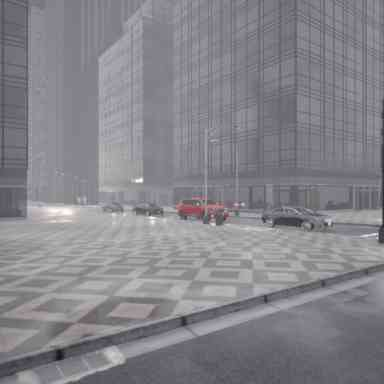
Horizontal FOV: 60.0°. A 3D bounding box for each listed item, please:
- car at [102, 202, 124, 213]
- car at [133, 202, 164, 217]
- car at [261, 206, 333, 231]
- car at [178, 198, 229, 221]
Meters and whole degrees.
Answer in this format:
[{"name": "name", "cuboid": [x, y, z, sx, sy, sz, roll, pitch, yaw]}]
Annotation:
[{"name": "car", "cuboid": [-11.171, 2.170, 46.778, 1.837, 1.490, 4.892, 0, -1, -35]}, {"name": "car", "cuboid": [-5.087, 1.980, 38.311, 1.882, 1.535, 5.008, 0, -1, -36]}, {"name": "car", "cuboid": [6.793, 1.683, 21.924, 2.128, 1.511, 4.902, 0, -1, -36]}, {"name": "car", "cuboid": [0.884, 1.568, 30.059, 2.150, 2.045, 5.566, 0, -1, -37]}]
